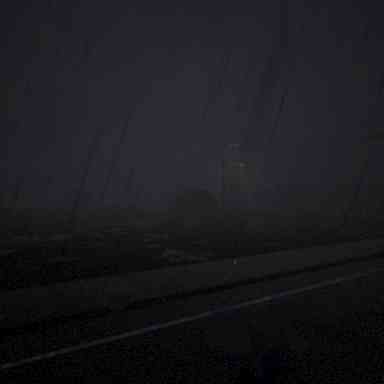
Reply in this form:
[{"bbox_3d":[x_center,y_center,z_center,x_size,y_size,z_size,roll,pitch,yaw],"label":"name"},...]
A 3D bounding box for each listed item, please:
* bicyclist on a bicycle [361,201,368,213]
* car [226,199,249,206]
[{"bbox_3d":[21.463,1.870,41.344,1.656,1.620,0.582,0,0,-35],"label":"bicyclist on a bicycle"},{"bbox_3d":[7.542,1.922,55.381,1.812,1.442,4.674,1,0,-33],"label":"car"}]
